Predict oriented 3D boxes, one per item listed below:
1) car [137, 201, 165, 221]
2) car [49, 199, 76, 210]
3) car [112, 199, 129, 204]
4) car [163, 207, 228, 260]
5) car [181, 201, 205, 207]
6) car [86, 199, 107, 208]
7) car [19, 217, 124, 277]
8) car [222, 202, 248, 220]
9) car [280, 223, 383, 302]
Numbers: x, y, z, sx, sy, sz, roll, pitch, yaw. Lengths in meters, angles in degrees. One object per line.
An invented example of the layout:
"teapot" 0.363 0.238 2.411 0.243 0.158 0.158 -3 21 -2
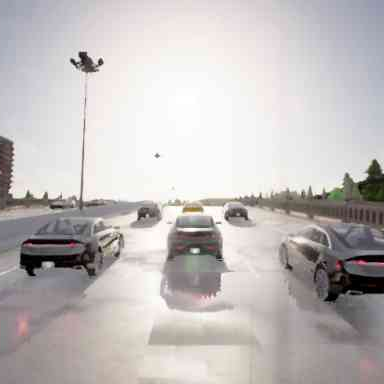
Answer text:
"car" -3.417 1.564 27.989 1.837 1.490 4.892 0 0 0
"car" -17.615 1.644 45.620 2.033 1.411 5.357 0 0 0
"car" -10.604 1.684 49.949 1.994 1.385 4.181 0 -1 0
"car" 0.092 1.530 12.524 1.837 1.490 4.892 0 0 0
"car" 0.084 1.538 29.150 1.882 1.535 5.008 0 0 0
"car" -14.105 1.713 49.075 1.895 1.301 4.718 0 0 0
"car" -3.409 1.512 10.302 2.128 1.511 4.902 0 0 0
"car" 3.584 1.584 28.154 1.812 1.442 4.674 0 0 0
"car" 3.592 1.507 8.268 2.128 1.511 4.902 0 0 0
